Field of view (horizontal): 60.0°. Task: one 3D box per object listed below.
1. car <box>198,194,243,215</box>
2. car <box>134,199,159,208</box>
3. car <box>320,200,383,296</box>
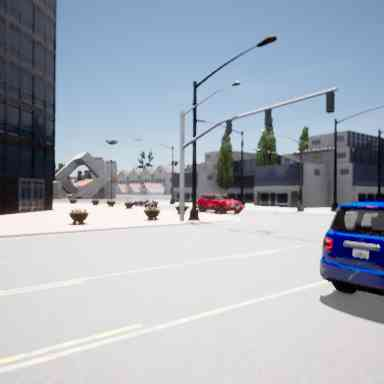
[{"bbox_3d":[2.846,1.219,34.583,2.150,2.045,5.566,1,0,-35],"label":"car"},{"bbox_3d":[-6.663,1.654,48.271,1.895,1.301,4.718,1,0,-35],"label":"car"},{"bbox_3d":[5.229,1.204,7.524,5.566,2.045,2.150,0,0,-35],"label":"car"}]
